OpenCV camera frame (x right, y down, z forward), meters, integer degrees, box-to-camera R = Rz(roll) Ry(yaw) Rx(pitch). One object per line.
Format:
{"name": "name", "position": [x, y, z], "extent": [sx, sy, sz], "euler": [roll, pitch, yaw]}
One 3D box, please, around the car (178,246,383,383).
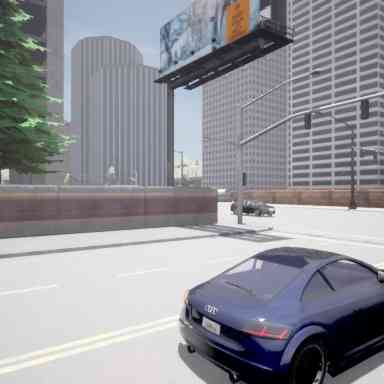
{"name": "car", "position": [1.871, 1.564, 5.121], "extent": [4.181, 1.385, 1.994], "euler": [0, 0, -35]}

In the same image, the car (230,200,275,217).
{"name": "car", "position": [5.706, 1.491, 31.572], "extent": [2.128, 1.511, 4.902], "euler": [0, 0, -34]}
